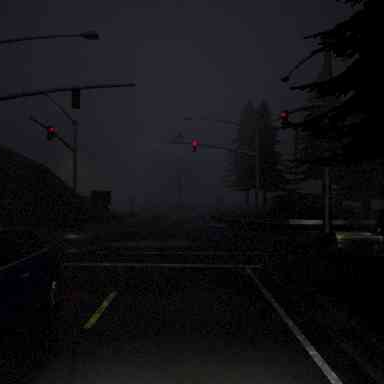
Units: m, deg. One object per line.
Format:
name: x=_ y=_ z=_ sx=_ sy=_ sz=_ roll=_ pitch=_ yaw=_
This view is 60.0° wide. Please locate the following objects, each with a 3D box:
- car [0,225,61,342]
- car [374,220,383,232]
car: x=-3.633 y=1.368 z=4.722 sx=2.097 sy=1.767 sz=4.553 roll=0 pitch=-1 yaw=0
car: x=14.214 y=1.864 z=21.230 sx=4.553 sy=1.767 sz=2.097 roll=0 pitch=-1 yaw=0
